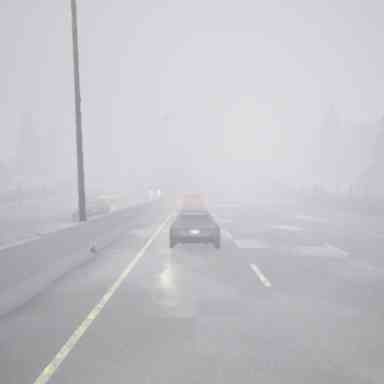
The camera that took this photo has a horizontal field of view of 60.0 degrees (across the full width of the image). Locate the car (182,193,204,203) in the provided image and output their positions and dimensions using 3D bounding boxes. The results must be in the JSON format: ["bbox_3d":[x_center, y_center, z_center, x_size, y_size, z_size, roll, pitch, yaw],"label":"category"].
[{"bbox_3d":[0.113,0.886,33.615,2.097,1.767,4.553,0,1,0],"label":"car"}]

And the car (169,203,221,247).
[{"bbox_3d":[0.105,1.375,13.917,1.994,1.385,4.181,0,1,0],"label":"car"}]

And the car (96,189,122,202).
[{"bbox_3d":[-10.552,0.594,43.633,1.882,1.535,5.008,0,4,0],"label":"car"}]

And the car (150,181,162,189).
[{"bbox_3d":[-6.982,-1.356,64.319,1.895,1.301,4.718,0,7,0],"label":"car"}]

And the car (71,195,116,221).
[{"bbox_3d":[-7.082,1.205,23.865,1.812,1.442,4.674,0,1,0],"label":"car"}]

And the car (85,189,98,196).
[{"bbox_3d":[-14.043,0.315,47.882,2.128,1.511,4.902,0,4,0],"label":"car"}]
